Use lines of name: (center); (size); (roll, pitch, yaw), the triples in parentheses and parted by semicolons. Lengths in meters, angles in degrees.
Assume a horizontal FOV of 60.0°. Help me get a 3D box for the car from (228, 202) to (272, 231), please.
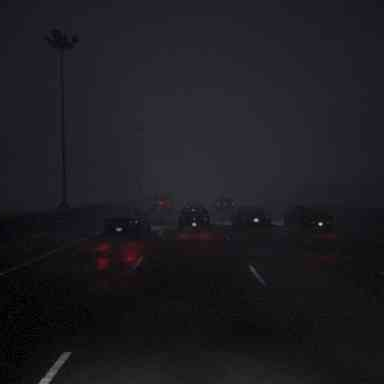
car: (3.636, 1.583, 20.823); (1.994, 1.385, 4.181); (0, 0, 0)

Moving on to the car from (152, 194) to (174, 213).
car: (-3.335, 1.256, 37.886); (2.150, 2.045, 5.566); (0, 0, 0)

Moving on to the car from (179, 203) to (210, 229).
car: (0.138, 1.621, 21.782); (1.895, 1.301, 4.718); (0, 0, 0)

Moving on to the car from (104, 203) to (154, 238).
car: (-3.370, 1.542, 17.669); (1.812, 1.442, 4.674); (0, 0, 0)

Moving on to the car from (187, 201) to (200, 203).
car: (0.164, 1.636, 37.651); (1.895, 1.301, 4.718); (0, 0, 0)

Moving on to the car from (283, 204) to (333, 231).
car: (7.136, 1.524, 20.869); (1.837, 1.490, 4.892); (0, 0, 0)

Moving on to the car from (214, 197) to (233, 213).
car: (3.665, 1.388, 38.308); (2.097, 1.767, 4.553); (0, 0, 0)
